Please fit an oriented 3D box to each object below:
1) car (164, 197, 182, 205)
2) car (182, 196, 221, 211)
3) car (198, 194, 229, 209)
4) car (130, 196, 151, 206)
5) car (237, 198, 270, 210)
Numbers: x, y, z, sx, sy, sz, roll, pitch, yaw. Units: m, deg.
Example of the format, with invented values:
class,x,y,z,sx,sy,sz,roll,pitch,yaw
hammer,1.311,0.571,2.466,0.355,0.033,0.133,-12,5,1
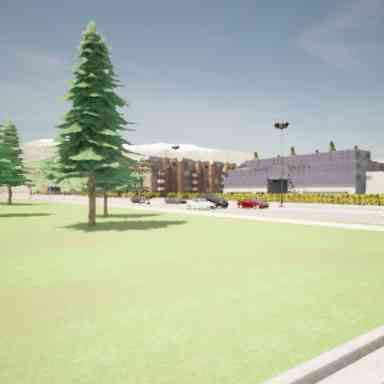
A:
class,x,y,z,sx,sy,sz,roll,pitch,yaw
car,-3.208,1.670,61.204,2.033,1.411,5.357,0,0,-36
car,1.150,1.597,43.067,1.812,1.442,4.674,0,0,-36
car,2.791,1.303,46.747,2.150,2.045,5.566,0,0,-36
car,-8.887,1.513,57.111,2.128,1.511,4.902,0,0,-36
car,8.273,1.568,45.155,1.882,1.535,5.008,0,0,-36
